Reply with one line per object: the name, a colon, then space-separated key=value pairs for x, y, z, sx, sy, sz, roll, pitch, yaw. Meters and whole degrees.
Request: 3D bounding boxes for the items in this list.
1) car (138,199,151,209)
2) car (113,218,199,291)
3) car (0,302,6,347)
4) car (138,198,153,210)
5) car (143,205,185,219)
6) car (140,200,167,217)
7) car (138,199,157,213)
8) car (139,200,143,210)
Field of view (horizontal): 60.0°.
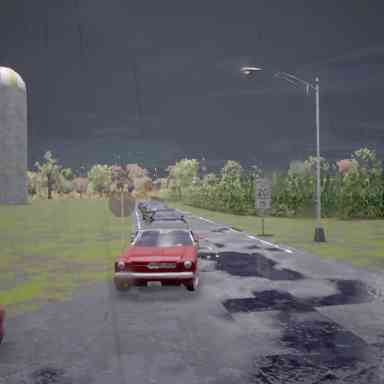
car: x=-4.508 y=1.710 z=35.733 sx=2.033 sy=1.411 sz=5.357 roll=-1 pitch=0 yaw=-10
car: x=-0.751 y=1.661 z=9.316 sx=1.895 sy=1.301 sz=4.718 roll=-1 pitch=0 yaw=2
car: x=-4.458 y=1.531 z=3.187 sx=4.674 sy=1.442 sz=1.812 roll=0 pitch=0 yaw=-39
car: x=-6.802 y=1.696 z=48.168 sx=1.882 sy=1.535 sz=5.008 roll=-1 pitch=0 yaw=-11
car: x=-1.385 y=1.649 z=17.803 sx=1.994 sy=1.385 sz=4.181 roll=-1 pitch=0 yaw=-10
car: x=-2.345 y=1.601 z=23.448 sx=2.128 sy=1.511 sz=4.902 roll=-1 pitch=0 yaw=-10
car: x=-5.669 y=1.683 z=42.084 sx=2.128 sy=1.511 sz=4.902 roll=-1 pitch=0 yaw=-10
car: x=-3.464 y=1.701 z=29.869 sx=1.994 sy=1.385 sz=4.181 roll=-1 pitch=0 yaw=-10
